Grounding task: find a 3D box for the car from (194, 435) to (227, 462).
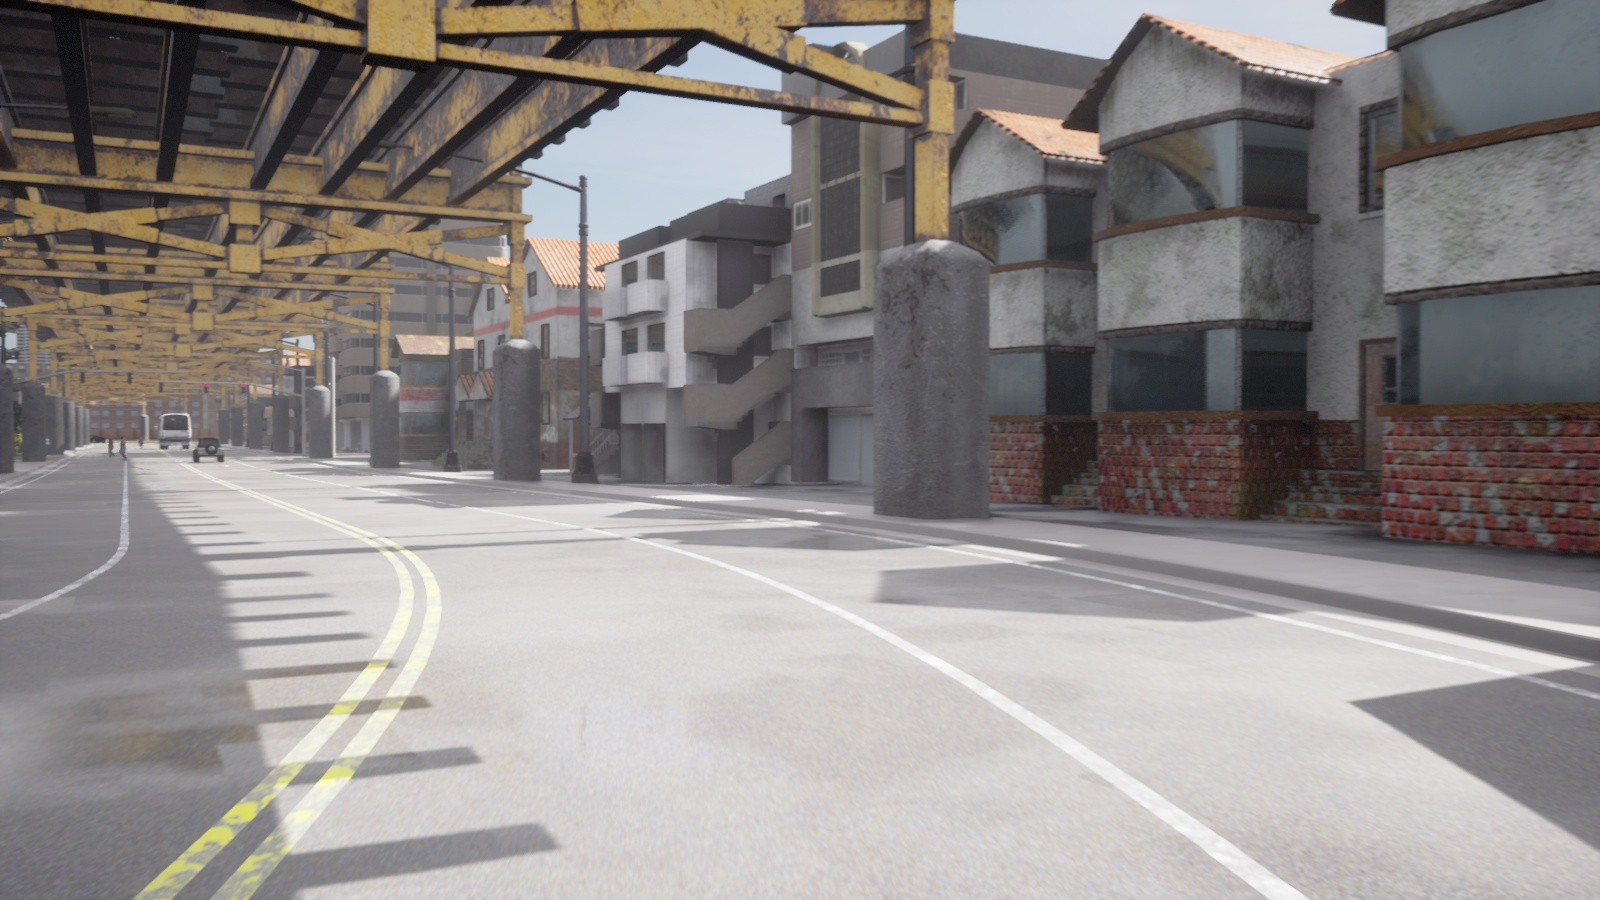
[{"bbox_3d":[-41.988,-0.146,89.446,1.905,1.878,3.866,0,1,-28],"label":"car"}]
